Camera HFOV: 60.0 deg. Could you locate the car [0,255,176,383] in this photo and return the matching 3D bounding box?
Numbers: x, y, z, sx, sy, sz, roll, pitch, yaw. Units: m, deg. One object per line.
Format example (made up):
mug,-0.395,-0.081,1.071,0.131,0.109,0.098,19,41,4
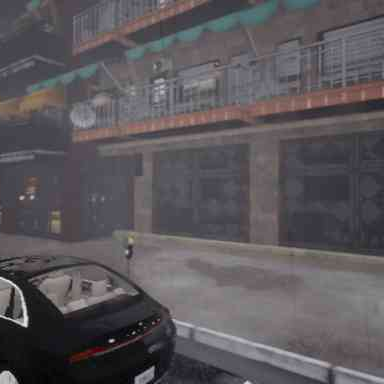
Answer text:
car,-2.233,1.547,4.467,4.403,1.369,2.008,0,0,36
